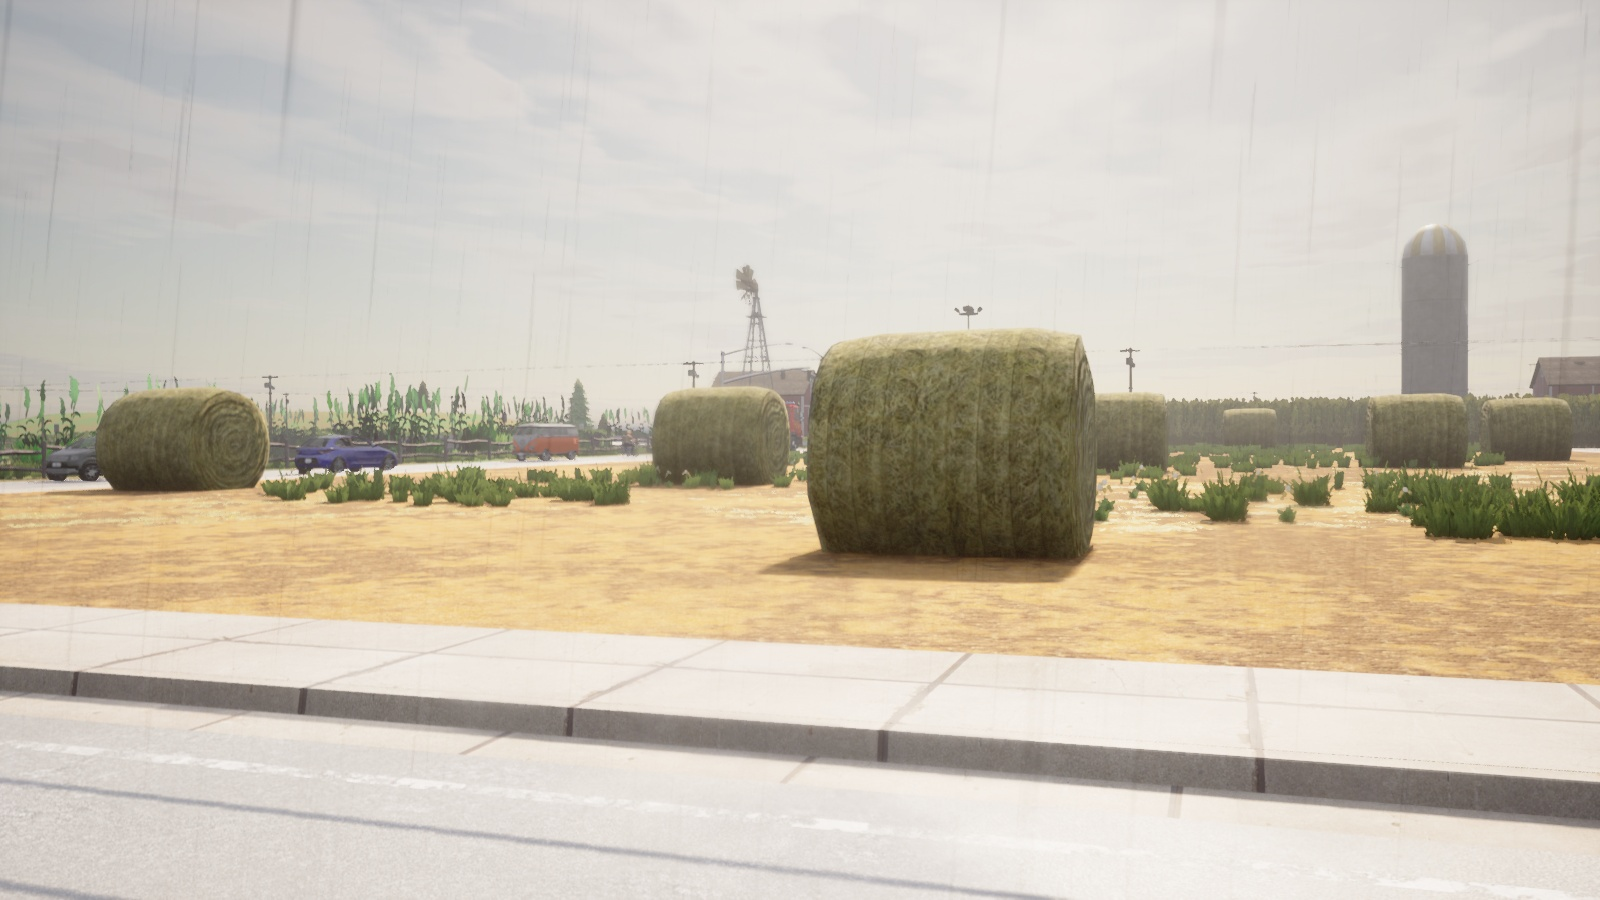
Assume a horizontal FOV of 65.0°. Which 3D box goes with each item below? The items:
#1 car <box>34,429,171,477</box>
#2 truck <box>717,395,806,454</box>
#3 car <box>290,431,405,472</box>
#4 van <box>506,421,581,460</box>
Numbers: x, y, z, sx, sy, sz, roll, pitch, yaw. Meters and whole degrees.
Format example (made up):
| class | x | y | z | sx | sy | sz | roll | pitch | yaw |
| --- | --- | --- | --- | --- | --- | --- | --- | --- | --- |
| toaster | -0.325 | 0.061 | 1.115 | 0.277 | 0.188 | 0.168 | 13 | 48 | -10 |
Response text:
| class | x | y | z | sx | sy | sz | roll | pitch | yaw |
| --- | --- | --- | --- | --- | --- | --- | --- | --- | --- |
| car | -23.229 | 0.069 | 41.958 | 1.789 | 1.549 | 3.705 | 0 | 1 | 21 |
| truck | -2.524 | -1.699 | 85.216 | 2.891 | 3.827 | 8.468 | 0 | 1 | 22 |
| car | -17.172 | 0.026 | 47.834 | 1.816 | 1.474 | 4.193 | 0 | 1 | 21 |
| van | -13.548 | -0.519 | 66.694 | 1.775 | 1.987 | 4.442 | 0 | 1 | 21 |
